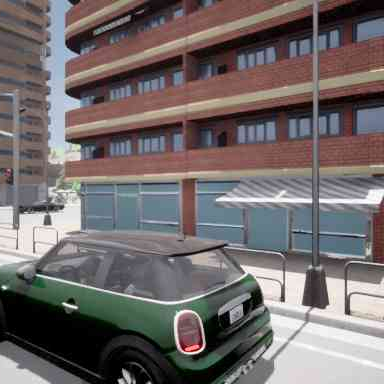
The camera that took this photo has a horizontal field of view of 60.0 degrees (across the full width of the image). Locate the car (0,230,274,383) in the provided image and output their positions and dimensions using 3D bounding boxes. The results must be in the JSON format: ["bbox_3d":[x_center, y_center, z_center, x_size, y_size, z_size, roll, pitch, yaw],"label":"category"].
[{"bbox_3d":[-1.241,1.352,4.879,4.553,1.767,2.097,0,0,36],"label":"car"}]

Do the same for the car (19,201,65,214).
[{"bbox_3d":[-16.242,1.601,35.687,1.895,1.301,4.718,0,0,36],"label":"car"}]
